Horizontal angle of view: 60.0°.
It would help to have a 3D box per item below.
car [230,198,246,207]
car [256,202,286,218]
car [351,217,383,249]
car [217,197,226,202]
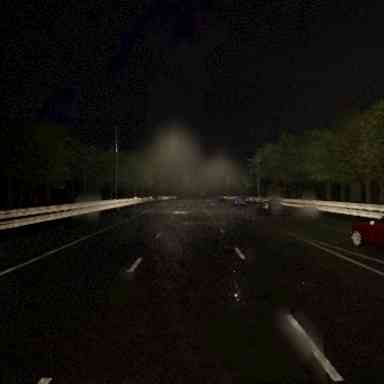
[{"bbox_3d":[7.047,1.595,51.278,2.033,1.411,5.357,0,0,0],"label":"car"},{"bbox_3d":[7.073,1.586,30.129,1.994,1.385,4.181,0,0,0],"label":"car"},{"bbox_3d":[7.844,1.495,12.101,1.882,1.535,5.008,0,0,-7],"label":"car"},{"bbox_3d":[7.181,1.831,81.654,1.994,1.385,4.181,0,-1,0],"label":"car"}]
